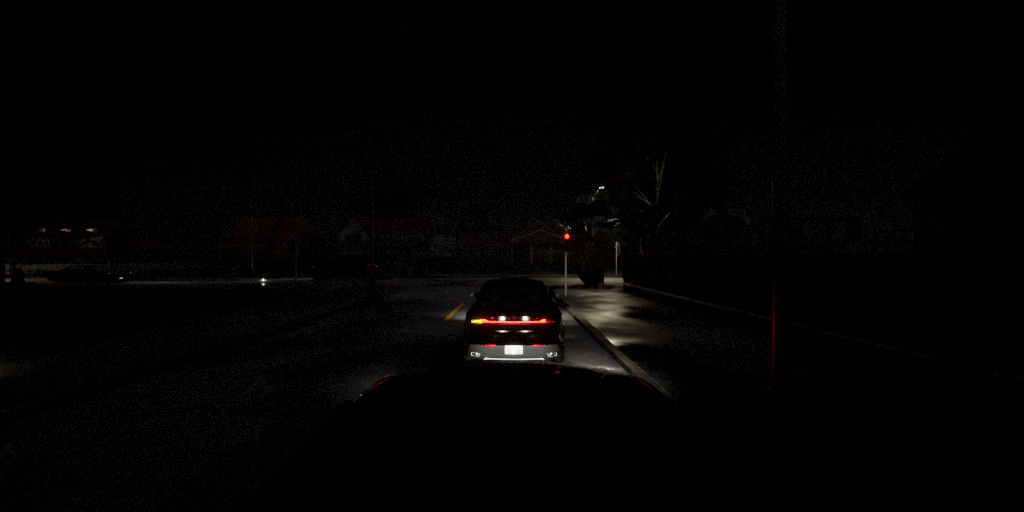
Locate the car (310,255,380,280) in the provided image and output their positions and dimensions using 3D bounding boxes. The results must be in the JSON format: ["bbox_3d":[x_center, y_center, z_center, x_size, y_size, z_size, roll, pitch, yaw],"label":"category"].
[{"bbox_3d":[-14.415,0.967,31.114,5.566,2.045,2.150,0,0,-1],"label":"car"}]

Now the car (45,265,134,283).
[{"bbox_3d":[-31.408,1.347,26.783,4.718,1.301,1.895,0,0,0],"label":"car"}]

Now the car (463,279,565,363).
[{"bbox_3d":[0.052,1.254,8.153,1.837,1.490,4.892,0,0,1],"label":"car"}]

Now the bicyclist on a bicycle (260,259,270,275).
[{"bbox_3d":[-24.169,1.094,35.189,0.582,1.620,1.656,0,0,0],"label":"bicyclist on a bicycle"}]
